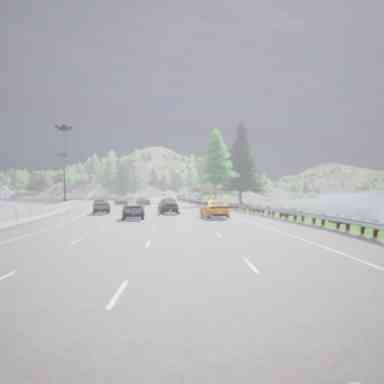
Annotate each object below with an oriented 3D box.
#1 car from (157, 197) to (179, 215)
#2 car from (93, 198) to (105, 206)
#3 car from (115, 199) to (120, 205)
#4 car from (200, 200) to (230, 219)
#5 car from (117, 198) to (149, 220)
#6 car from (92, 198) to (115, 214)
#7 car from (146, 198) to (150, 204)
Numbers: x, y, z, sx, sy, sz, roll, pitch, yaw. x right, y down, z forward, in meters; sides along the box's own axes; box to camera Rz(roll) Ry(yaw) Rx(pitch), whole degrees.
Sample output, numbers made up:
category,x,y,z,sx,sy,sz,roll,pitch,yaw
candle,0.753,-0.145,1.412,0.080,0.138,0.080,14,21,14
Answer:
category,x,y,z,sx,sy,sz,roll,pitch,yaw
car,-2.575,1.576,35.531,1.837,1.490,4.892,0,0,-11
car,-17.849,1.888,63.616,1.837,1.490,4.892,0,0,-21
car,-13.972,1.909,64.513,1.895,1.301,4.718,-1,0,-22
car,1.913,1.459,29.034,1.882,1.535,5.008,-1,0,-8
car,-5.148,1.608,29.271,2.128,1.511,4.902,-1,0,-9
car,-10.368,1.715,38.357,2.128,1.511,4.902,-1,0,-12
car,-9.316,1.765,62.484,2.033,1.411,5.357,-1,0,-23
